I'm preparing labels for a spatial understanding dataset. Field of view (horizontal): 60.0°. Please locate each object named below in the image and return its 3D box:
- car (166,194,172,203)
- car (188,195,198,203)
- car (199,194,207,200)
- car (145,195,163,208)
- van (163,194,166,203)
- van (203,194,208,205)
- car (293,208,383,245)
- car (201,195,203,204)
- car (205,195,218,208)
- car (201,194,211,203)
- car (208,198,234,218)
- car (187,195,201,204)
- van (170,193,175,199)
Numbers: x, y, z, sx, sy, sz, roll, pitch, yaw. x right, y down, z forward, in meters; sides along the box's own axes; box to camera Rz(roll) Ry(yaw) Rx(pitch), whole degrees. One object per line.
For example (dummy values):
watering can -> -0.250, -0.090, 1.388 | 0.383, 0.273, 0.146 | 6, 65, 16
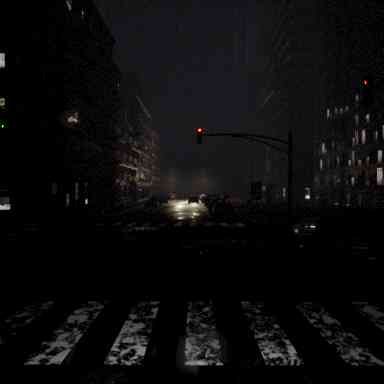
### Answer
car -> -5.518, 1.467, 63.847 | 1.887, 1.381, 4.507 | -1, 0, 0
car -> 0.230, 1.423, 71.100 | 2.128, 1.511, 4.902 | 0, 0, 0
car -> 2.931, 1.309, 86.439 | 1.967, 1.590, 4.097 | -1, 0, 0
car -> -5.567, 1.518, 46.910 | 1.947, 1.339, 4.313 | -1, 0, 0
van -> -5.554, 1.284, 52.555 | 1.690, 1.788, 3.998 | -1, 0, 0
van -> 2.778, 1.293, 46.918 | 1.690, 1.788, 3.998 | -1, 0, 0
car -> 7.140, 1.502, 15.188 | 4.902, 1.511, 2.128 | 1, 0, -6
car -> 2.797, 1.488, 52.564 | 1.887, 1.381, 4.507 | -1, 0, 0
car -> 2.746, 1.408, 35.626 | 1.967, 1.590, 4.097 | -1, 0, 0
car -> 2.851, 1.350, 69.501 | 1.967, 1.590, 4.097 | -1, 0, 0
car -> 2.731, 1.520, 29.981 | 1.887, 1.381, 4.507 | -1, 0, 0
car -> 0.272, 1.433, 59.875 | 1.837, 1.490, 4.892 | 0, 0, 0
van -> -5.487, 1.239, 75.140 | 1.690, 1.788, 3.998 | -1, 0, 0
